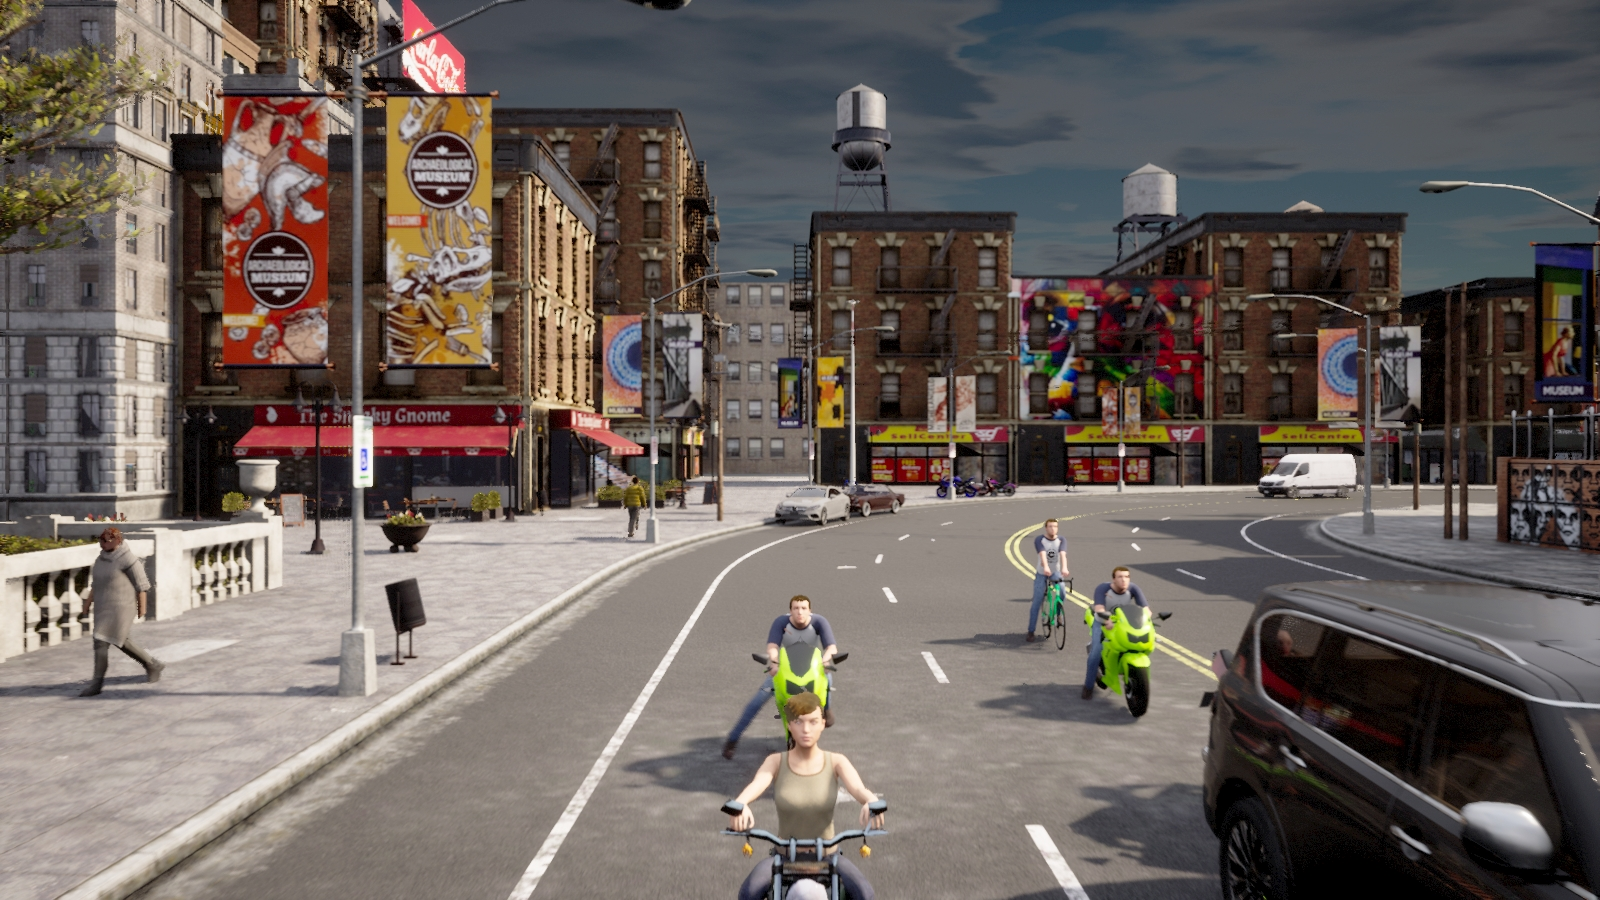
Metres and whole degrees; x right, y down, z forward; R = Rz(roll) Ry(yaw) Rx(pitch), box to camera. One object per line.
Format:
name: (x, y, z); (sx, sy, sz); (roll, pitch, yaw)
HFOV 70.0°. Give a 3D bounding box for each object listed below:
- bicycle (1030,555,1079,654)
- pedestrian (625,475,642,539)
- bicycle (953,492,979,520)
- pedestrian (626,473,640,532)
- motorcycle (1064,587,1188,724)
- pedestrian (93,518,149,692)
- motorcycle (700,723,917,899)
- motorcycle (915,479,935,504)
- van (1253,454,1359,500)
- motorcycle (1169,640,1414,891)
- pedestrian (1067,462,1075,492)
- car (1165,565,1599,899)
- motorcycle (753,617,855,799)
bicycle: (3.657, 2.199, 16.498); (0.373, 1.196, 1.643); (0, 0, 1)
pedestrian: (-4.918, 1.683, 33.751); (0.375, 1.860, 0.375); (0, 0, 13)
bicycle: (6.665, 2.238, 45.996); (0.859, 1.080, 1.487); (0, 0, 0)
pedestrian: (-5.332, 1.684, 36.468); (0.375, 1.860, 0.375); (0, 0, 7)
motorcycle: (3.541, 2.207, 12.607); (0.803, 1.145, 2.033); (0, 0, 0)
pedestrian: (-7.498, 1.691, 12.624); (0.375, 1.860, 0.375); (0, 0, 19)
motorcycle: (0.037, 2.167, 5.208); (0.764, 1.277, 2.356); (0, 0, 0)
motorcycle: (6.493, 2.159, 59.600); (0.856, 1.236, 1.805); (0, 0, 0)
van: (29.261, 1.509, 66.025); (5.915, 2.561, 1.988); (0, 0, -21)
motorcycle: (3.510, 2.206, 8.432); (0.867, 1.251, 2.209); (0, 0, 0)
pedestrian: (16.753, 1.671, 70.626); (0.375, 1.860, 0.375); (0, 0, -34)
car: (3.471, 1.778, 4.730); (2.150, 2.045, 5.566); (0, 0, 0)
motorcycle: (0.034, 2.206, 10.134); (0.803, 1.145, 2.033); (-1, 0, 0)
